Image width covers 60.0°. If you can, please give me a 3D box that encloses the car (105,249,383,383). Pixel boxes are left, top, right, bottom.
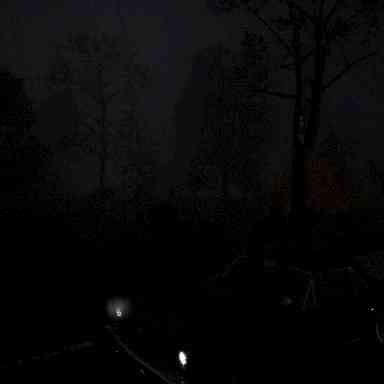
[{"bbox_3d":[1.241,1.611,4.870,4.718,1.301,1.895,0,0,-35],"label":"car"}]
